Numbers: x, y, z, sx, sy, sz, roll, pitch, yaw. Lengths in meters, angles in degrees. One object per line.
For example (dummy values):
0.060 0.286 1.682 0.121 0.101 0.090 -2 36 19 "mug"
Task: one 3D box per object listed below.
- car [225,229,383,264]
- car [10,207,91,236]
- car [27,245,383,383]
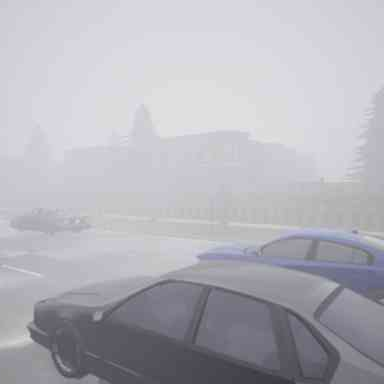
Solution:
2.327 1.475 6.629 5.008 1.535 1.882 0 0 35 "car"
-7.797 1.525 18.150 5.357 1.411 2.033 0 0 35 "car"
0.349 1.545 3.743 5.357 1.411 2.033 0 0 35 "car"
